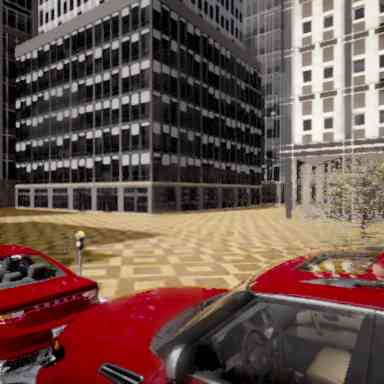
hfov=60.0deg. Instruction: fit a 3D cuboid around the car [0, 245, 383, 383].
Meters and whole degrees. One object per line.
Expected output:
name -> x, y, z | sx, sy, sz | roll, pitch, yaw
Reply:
car -> 1.123, 1.314, 2.079 | 5.009, 1.841, 2.192 | 0, 0, 36
